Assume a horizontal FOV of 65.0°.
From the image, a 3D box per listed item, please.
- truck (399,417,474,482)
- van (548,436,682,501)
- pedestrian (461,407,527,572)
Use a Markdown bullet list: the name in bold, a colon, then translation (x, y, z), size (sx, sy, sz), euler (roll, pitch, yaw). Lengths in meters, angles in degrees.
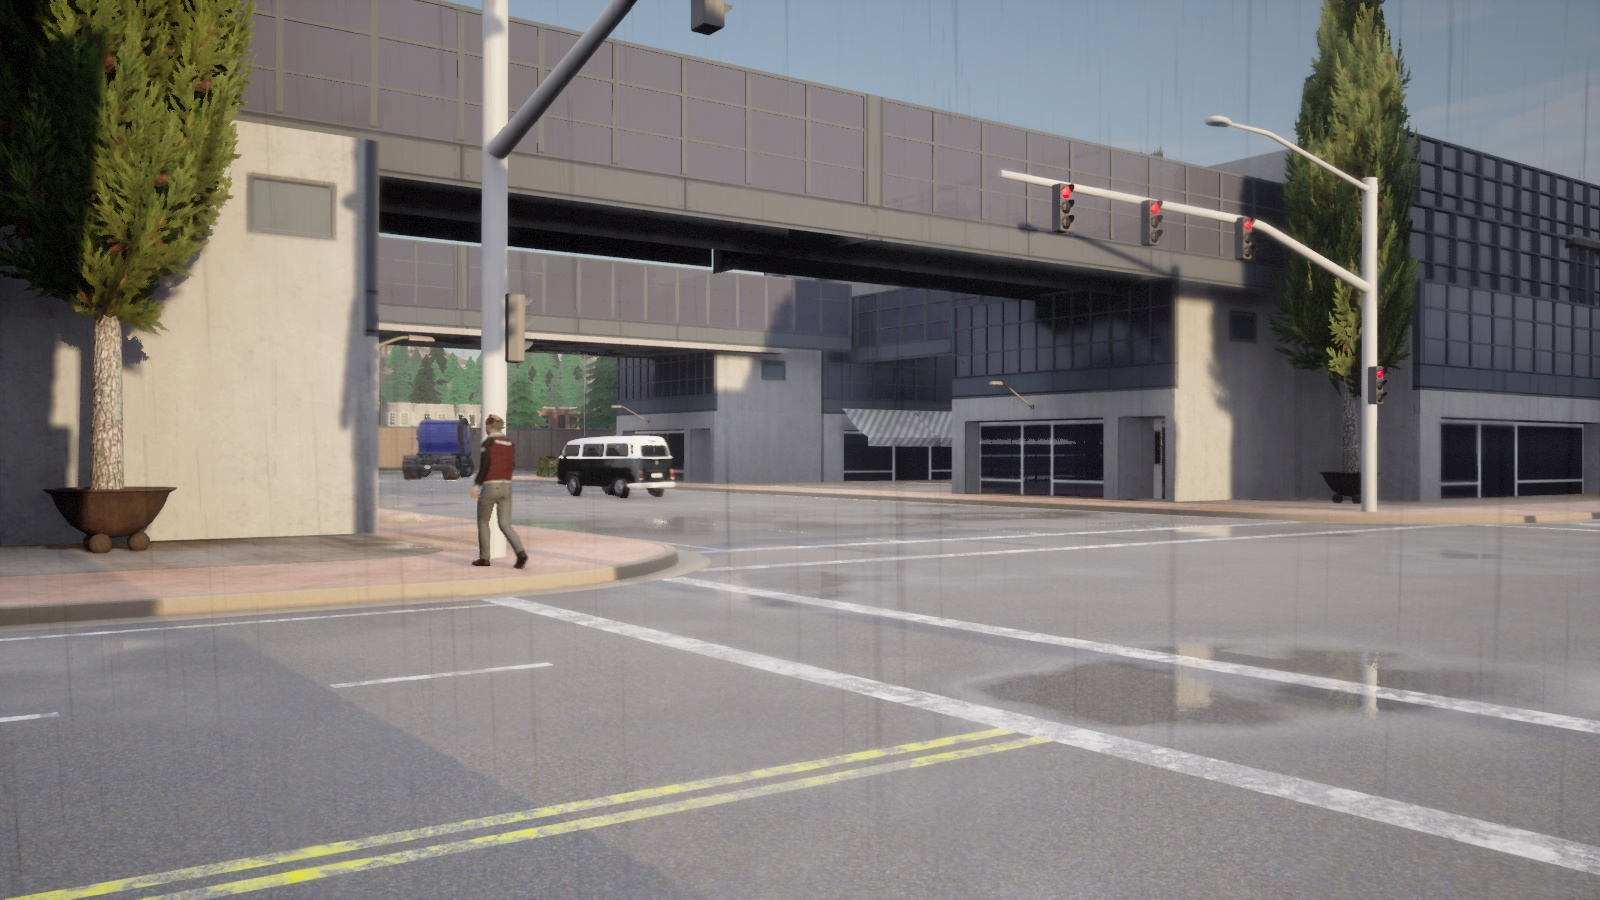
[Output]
- **truck**: translation (-20.368, -0.021, 70.755), size (2.891, 3.462, 7.936), euler (0, 0, -7)
- **van**: translation (-6.231, 0.584, 42.073), size (4.480, 2.038, 2.069), euler (0, 0, 43)
- **pedestrian**: translation (-3.544, 0.446, 14.541), size (0.720, 1.854, 0.376), euler (0, 0, 39)
